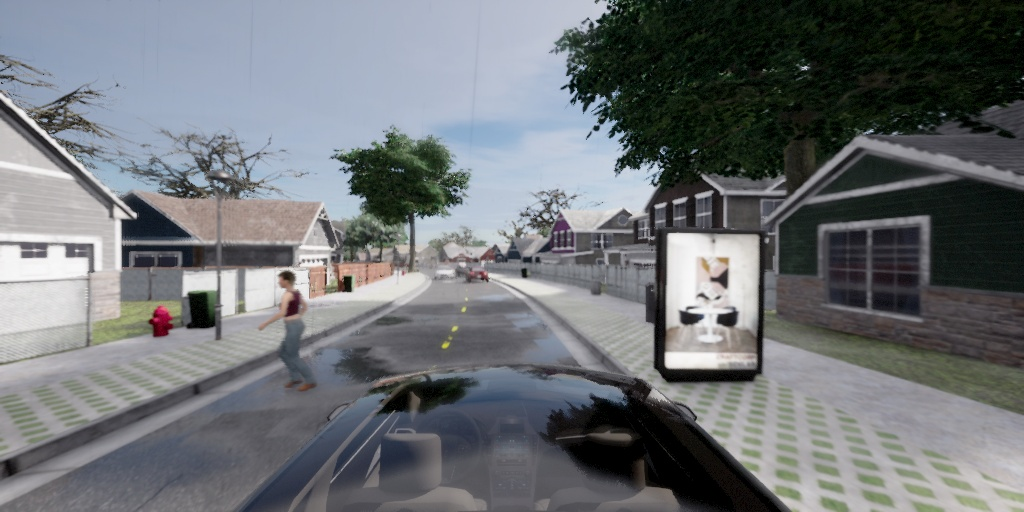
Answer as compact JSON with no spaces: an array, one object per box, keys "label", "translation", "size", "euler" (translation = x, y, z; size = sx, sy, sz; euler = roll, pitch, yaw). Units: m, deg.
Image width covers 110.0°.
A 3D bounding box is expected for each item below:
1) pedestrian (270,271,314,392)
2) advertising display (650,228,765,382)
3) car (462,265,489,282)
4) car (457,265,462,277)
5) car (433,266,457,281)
[{"label":"pedestrian","translation":[-3.313,1.089,5.408],"size":[0.375,1.860,0.375],"euler":[-1,1,-12]},{"label":"advertising display","translation":[2.959,0.815,5.457],"size":[1.540,2.440,0.280],"euler":[0,0,-2]},{"label":"car","translation":[-3.363,1.699,33.947],"size":[1.812,1.442,4.674],"euler":[0,-1,-12]},{"label":"car","translation":[-6.184,1.843,45.693],"size":[2.128,1.511,4.902],"euler":[0,-1,-16]},{"label":"car","translation":[-7.116,1.766,37.397],"size":[1.812,1.442,4.674],"euler":[0,-1,-13]}]
